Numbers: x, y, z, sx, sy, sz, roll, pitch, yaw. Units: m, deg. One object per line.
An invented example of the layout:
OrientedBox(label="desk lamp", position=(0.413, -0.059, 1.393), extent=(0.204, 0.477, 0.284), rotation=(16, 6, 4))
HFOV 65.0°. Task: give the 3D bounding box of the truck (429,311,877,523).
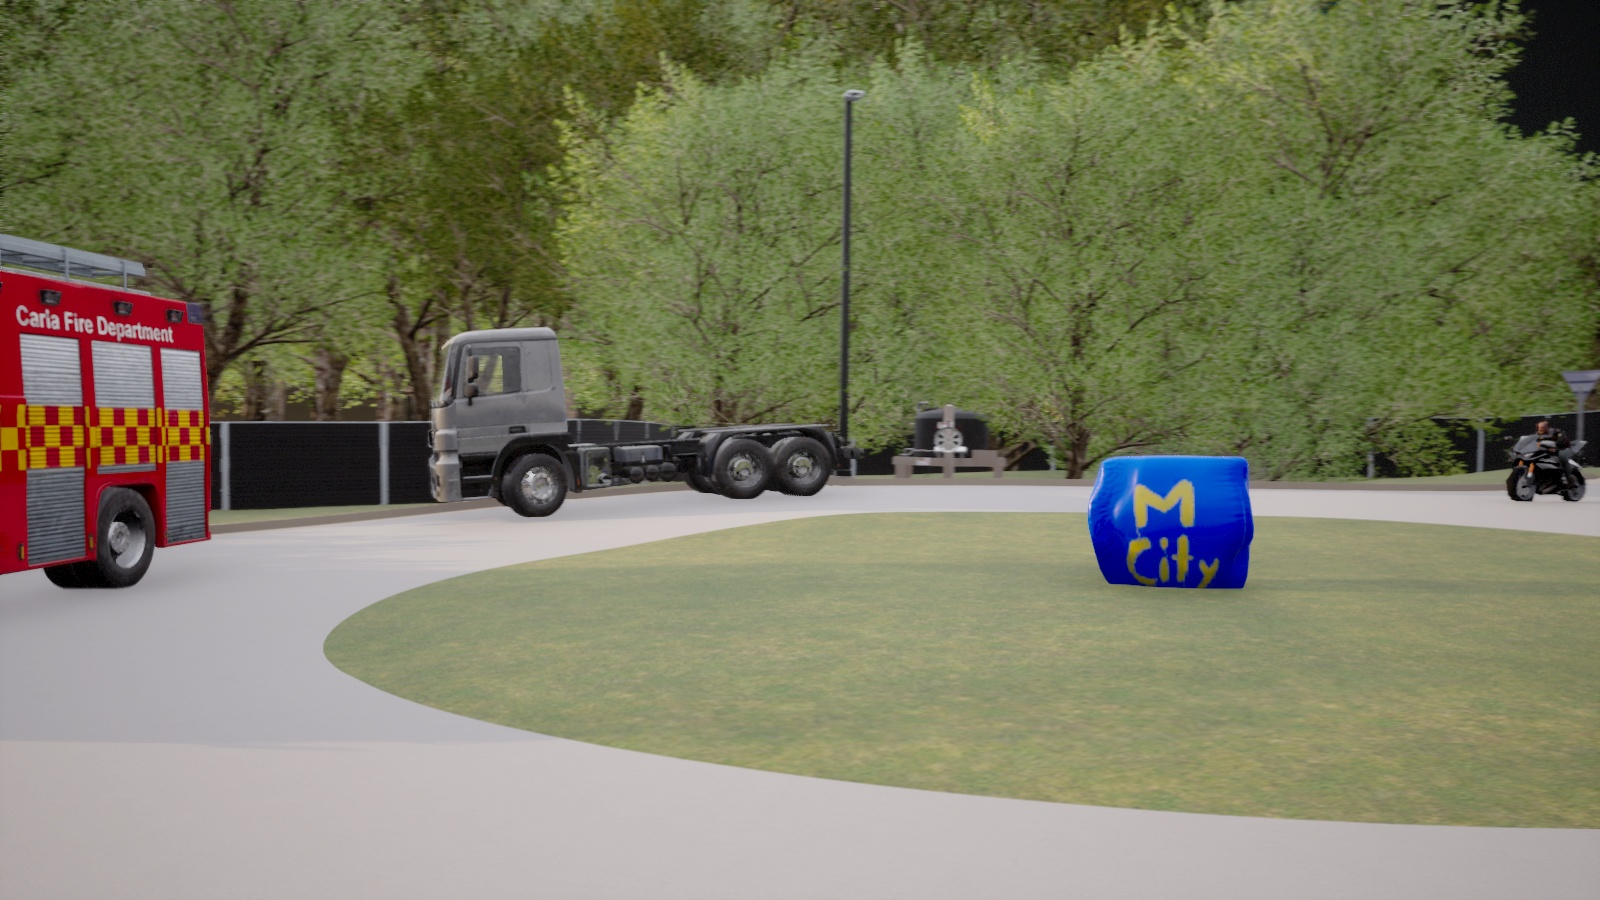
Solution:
OrientedBox(label="truck", position=(-2.821, -0.739, 24.132), extent=(7.936, 3.462, 2.891), rotation=(-3, 3, -19))

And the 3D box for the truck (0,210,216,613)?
OrientedBox(label="truck", position=(-9.093, -0.355, 11.591), extent=(2.891, 3.827, 8.468), rotation=(0, 1, 4))

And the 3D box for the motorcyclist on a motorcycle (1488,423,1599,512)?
OrientedBox(label="motorcyclist on a motorcycle", position=(13.563, 0.341, 22.733), extent=(2.191, 1.530, 0.866), rotation=(2, -2, -28))
